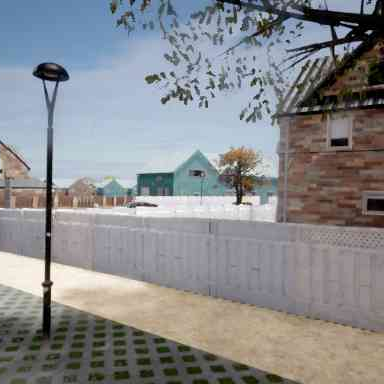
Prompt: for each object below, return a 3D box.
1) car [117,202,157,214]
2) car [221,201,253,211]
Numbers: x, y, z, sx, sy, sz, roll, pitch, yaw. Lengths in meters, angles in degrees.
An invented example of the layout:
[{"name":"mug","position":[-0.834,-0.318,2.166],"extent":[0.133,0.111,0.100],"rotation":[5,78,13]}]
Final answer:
[{"name":"car","position":[-5.037,1.640,29.860],"extent":[4.892,1.490,1.837],"rotation":[1,1,-42]},{"name":"car","position":[5.394,1.745,38.181],"extent":[5.008,1.535,1.882],"rotation":[1,1,-34]}]
